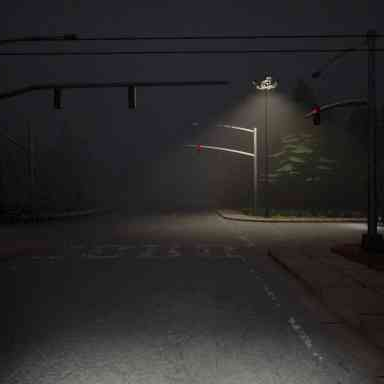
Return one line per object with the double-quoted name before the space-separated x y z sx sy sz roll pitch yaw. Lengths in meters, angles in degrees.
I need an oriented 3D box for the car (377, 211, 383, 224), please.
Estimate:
"car" 14.895 1.513 22.079 4.892 1.490 1.837 0 0 1
